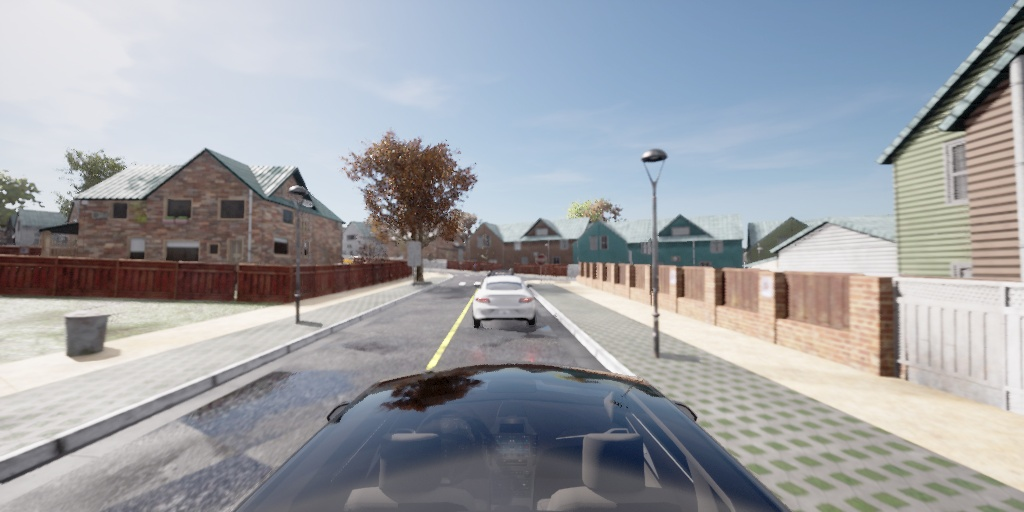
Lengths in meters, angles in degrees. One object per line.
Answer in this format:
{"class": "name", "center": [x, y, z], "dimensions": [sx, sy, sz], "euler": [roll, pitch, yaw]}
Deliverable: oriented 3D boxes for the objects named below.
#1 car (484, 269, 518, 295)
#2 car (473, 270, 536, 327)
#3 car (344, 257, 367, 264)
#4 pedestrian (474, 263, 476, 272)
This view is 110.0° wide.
{"class": "car", "center": [-0.647, 1.525, 22.434], "dimensions": [1.895, 1.301, 4.718], "euler": [0, 0, -1]}
{"class": "car", "center": [-0.274, 1.365, 11.884], "dimensions": [1.812, 1.442, 4.674], "euler": [0, 0, -2]}
{"class": "car", "center": [-21.445, 0.905, 50.162], "dimensions": [5.008, 1.535, 1.882], "euler": [3, 0, 30]}
{"class": "pedestrian", "center": [-4.898, 1.481, 47.420], "dimensions": [0.375, 1.300, 0.375], "euler": [-1, -5, 30]}
